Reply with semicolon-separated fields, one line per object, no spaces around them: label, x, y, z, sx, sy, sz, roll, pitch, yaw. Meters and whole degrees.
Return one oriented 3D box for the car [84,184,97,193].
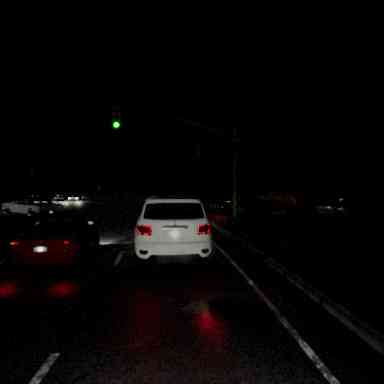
car;-22.939;-0.864;73.891;2.150;2.045;5.566;-1;2;-21

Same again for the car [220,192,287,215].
car;4.575;0.927;26.283;4.902;1.511;2.128;0;1;-22

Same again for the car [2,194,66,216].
car;-11.618;1.081;24.050;4.718;1.301;1.895;1;2;31

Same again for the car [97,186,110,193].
car;-19.651;-0.592;75.102;2.033;1.411;5.357;-1;2;-21

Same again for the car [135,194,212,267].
car;-0.724;1.086;11.187;2.150;2.045;5.566;0;1;-6

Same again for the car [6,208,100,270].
car;-4.253;1.444;10.790;1.994;1.385;4.181;0;1;-7

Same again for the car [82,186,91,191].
car;-26.574;-0.897;83.620;1.994;1.385;4.181;-1;2;-20

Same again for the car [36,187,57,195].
car;-19.472;0.308;44.101;1.882;1.535;5.008;-1;2;-19

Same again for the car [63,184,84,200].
car;-16.224;0.006;45.411;2.150;2.045;5.566;-1;2;-18

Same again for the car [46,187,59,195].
car;-26.354;-0.214;63.090;2.033;1.411;5.357;-1;2;-21

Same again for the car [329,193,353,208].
car;17.974;0.875;37.900;4.553;1.767;2.097;2;1;-17

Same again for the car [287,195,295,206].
car;8.385;0.746;34.931;5.008;1.535;1.882;1;2;-17

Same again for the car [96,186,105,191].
car;-23.302;-0.896;84.864;1.895;1.301;4.718;-1;2;-20
